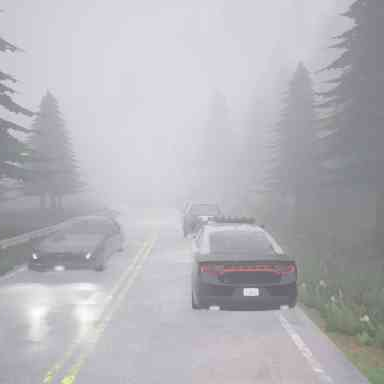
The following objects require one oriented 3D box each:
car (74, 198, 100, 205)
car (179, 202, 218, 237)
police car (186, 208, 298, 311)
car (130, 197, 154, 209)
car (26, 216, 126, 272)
[{"bbox_3d":[-17.594,1.770,55.345,4.902,1.511,2.128,-3,3,27],"label":"car"},{"bbox_3d":[0.530,1.314,17.928,2.097,1.767,4.553,0,0,-3],"label":"car"},{"bbox_3d":[0.905,1.409,7.957,1.930,1.638,5.238,0,0,-1],"label":"police car"},{"bbox_3d":[-6.999,1.461,46.070,1.837,1.490,4.892,-3,1,-35],"label":"car"},{"bbox_3d":[-3.411,1.536,11.026,2.033,1.411,5.357,0,0,-2],"label":"car"}]
